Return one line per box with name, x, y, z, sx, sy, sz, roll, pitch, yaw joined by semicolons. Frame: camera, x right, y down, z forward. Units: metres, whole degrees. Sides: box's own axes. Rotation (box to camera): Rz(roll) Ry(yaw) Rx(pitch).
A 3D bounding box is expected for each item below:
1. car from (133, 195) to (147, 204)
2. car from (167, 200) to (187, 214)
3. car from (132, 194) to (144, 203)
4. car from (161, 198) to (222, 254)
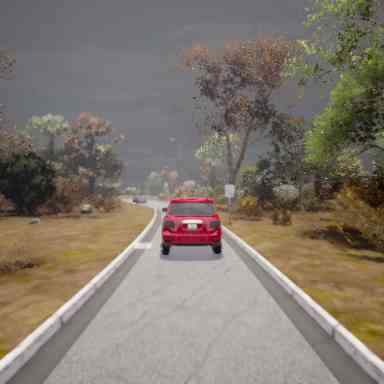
car;-10.201;1.640;66.554;1.994;1.385;4.181;0;0;-14
car;-1.706;1.643;36.941;1.895;1.301;4.718;0;0;-6
car;-12.085;1.395;74.229;2.097;1.767;4.553;0;0;-14
car;-0.066;1.238;13.735;2.150;2.045;5.566;0;0;-2
